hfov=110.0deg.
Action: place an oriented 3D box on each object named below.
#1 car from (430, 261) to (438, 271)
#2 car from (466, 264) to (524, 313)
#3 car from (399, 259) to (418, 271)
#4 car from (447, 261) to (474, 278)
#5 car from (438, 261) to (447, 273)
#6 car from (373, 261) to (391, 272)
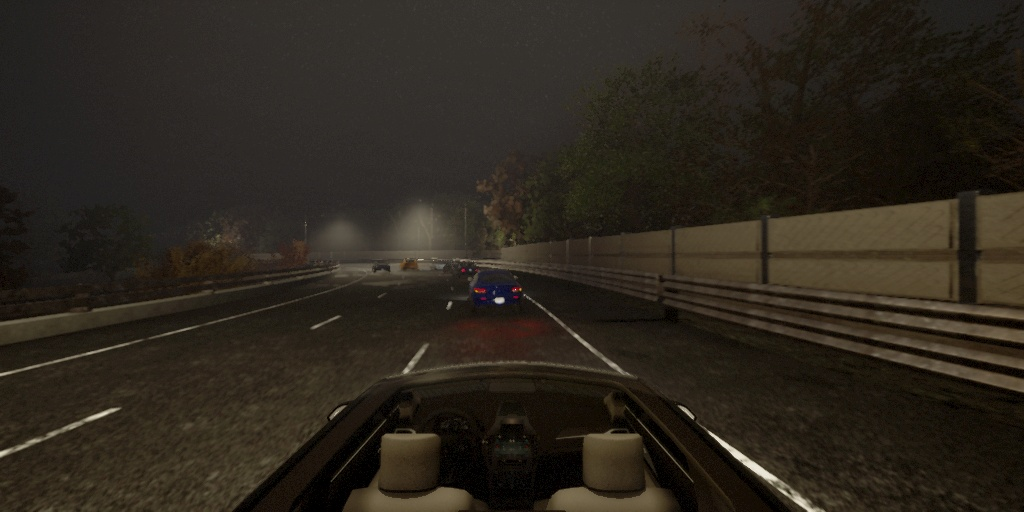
[{"bbox_3d":[-9.364,1.244,46.374,1.895,1.301,4.718,-1,0,-24],"label":"car"},{"bbox_3d":[-0.694,1.219,13.682,1.812,1.442,4.674,-1,1,-7],"label":"car"},{"bbox_3d":[-13.592,1.153,47.164,1.882,1.535,5.008,0,1,-25],"label":"car"},{"bbox_3d":[-4.220,1.206,32.135,2.033,1.411,5.357,-1,0,-18],"label":"car"},{"bbox_3d":[-6.023,1.197,38.038,2.033,1.411,5.357,-1,0,-23],"label":"car"},{"bbox_3d":[-16.187,1.310,44.442,1.895,1.301,4.718,-1,0,-24],"label":"car"}]
